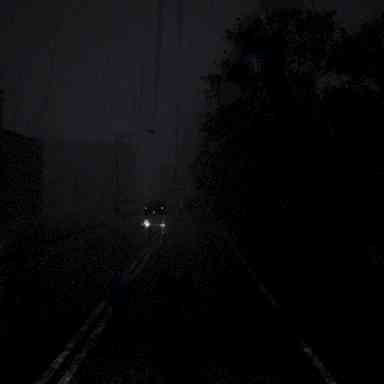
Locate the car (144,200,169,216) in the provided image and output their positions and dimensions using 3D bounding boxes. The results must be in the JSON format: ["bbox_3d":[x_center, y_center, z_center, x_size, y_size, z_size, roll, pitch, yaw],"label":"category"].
[{"bbox_3d":[-3.301,1.475,31.169,1.895,1.301,4.718,0,0,1],"label":"car"}]

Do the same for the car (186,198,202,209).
[{"bbox_3d":[0.228,1.427,41.837,1.994,1.385,4.181,0,0,1],"label":"car"}]
